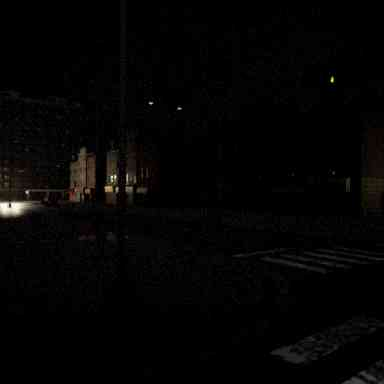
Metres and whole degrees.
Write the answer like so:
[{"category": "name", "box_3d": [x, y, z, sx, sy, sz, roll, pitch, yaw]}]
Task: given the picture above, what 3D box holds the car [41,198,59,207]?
[{"category": "car", "box_3d": [-22.482, 1.676, 52.597, 2.033, 1.411, 5.357, 1, 0, -35]}]
